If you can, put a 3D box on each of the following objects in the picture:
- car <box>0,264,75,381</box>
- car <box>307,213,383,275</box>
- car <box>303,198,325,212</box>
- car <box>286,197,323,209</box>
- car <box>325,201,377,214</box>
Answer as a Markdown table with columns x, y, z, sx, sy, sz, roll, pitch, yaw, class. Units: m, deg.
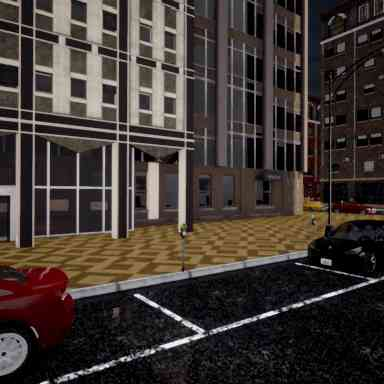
| x | y | z | sx | sy | sz | roll | pitch | yaw | class |
| --- | --- | --- | --- | --- | --- | --- | --- | --- | --- |
| -3.756 | 1.545 | 3.874 | 4.507 | 1.381 | 1.887 | 0 | 0 | -36 | car |
| 5.494 | 1.567 | 10.497 | 4.313 | 1.339 | 1.947 | 0 | 0 | -36 | car |
| 12.331 | 1.468 | 36.633 | 1.752 | 1.417 | 4.829 | 0 | 0 | -36 | car |
| 15.625 | 1.500 | 46.401 | 1.752 | 1.417 | 4.829 | 0 | 0 | -36 | car |
| 15.538 | 1.535 | 32.174 | 1.802 | 1.307 | 4.206 | 0 | 0 | -36 | car |
